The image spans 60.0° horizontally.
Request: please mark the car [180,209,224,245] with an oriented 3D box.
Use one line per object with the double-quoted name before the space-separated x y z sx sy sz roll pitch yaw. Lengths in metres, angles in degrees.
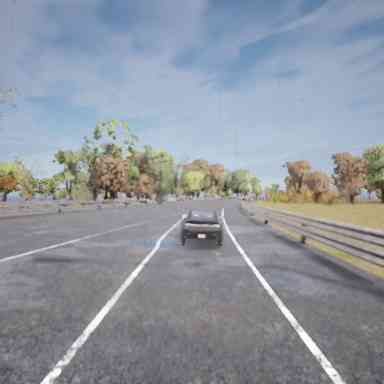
"car" 0.495 1.576 16.115 2.128 1.511 4.902 3 1 2
